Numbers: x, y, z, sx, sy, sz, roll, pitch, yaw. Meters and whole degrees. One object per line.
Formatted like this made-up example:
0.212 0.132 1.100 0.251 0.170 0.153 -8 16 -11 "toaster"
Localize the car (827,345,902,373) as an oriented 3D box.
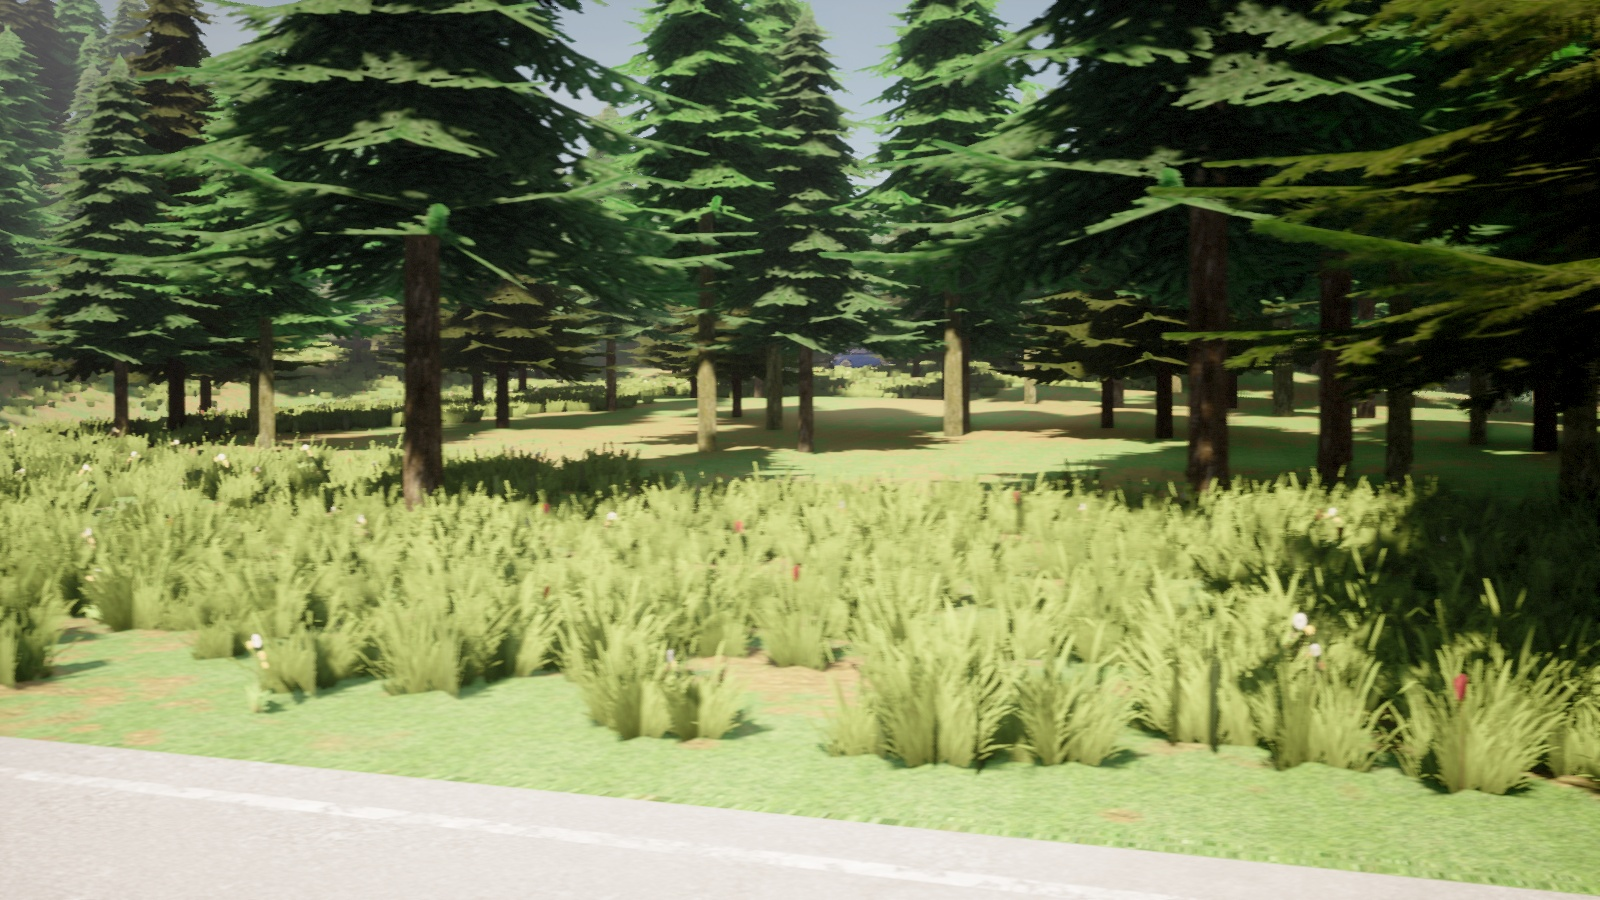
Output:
4.008 -5.654 78.204 4.181 1.385 1.994 -5 2 -15 "car"
